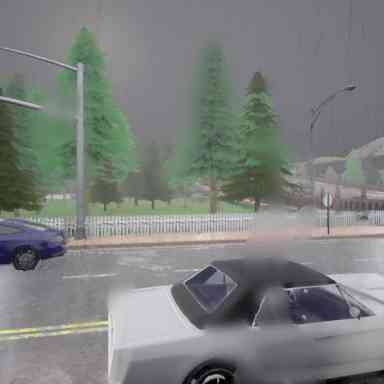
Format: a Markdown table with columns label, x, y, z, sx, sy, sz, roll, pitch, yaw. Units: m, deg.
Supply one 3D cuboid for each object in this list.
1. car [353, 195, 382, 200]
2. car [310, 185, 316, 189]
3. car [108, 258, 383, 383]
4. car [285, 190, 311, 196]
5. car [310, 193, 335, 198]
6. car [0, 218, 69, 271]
| label | x | y | z | sx | sy | sz | roll | pitch | yaw |
| --- | --- | --- | --- | --- | --- | --- | --- | --- | --- |
| car | 25.942 | 1.202 | 48.934 | 1.882 | 1.535 | 5.008 | 0 | 3 | -16 |
| car | 21.576 | -0.178 | 64.936 | 1.882 | 1.535 | 5.008 | 0 | 7 | -15 |
| car | 1.328 | 1.601 | 4.378 | 4.718 | 1.301 | 1.895 | 0 | 0 | -14 |
| car | 17.178 | 0.794 | 54.317 | 2.033 | 1.411 | 5.357 | 0 | 5 | -15 |
| car | 21.242 | 1.002 | 52.759 | 1.994 | 1.385 | 4.181 | 0 | 4 | -15 |
| car | -6.159 | 1.526 | 9.923 | 4.674 | 1.442 | 1.812 | 0 | 0 | -14 |
